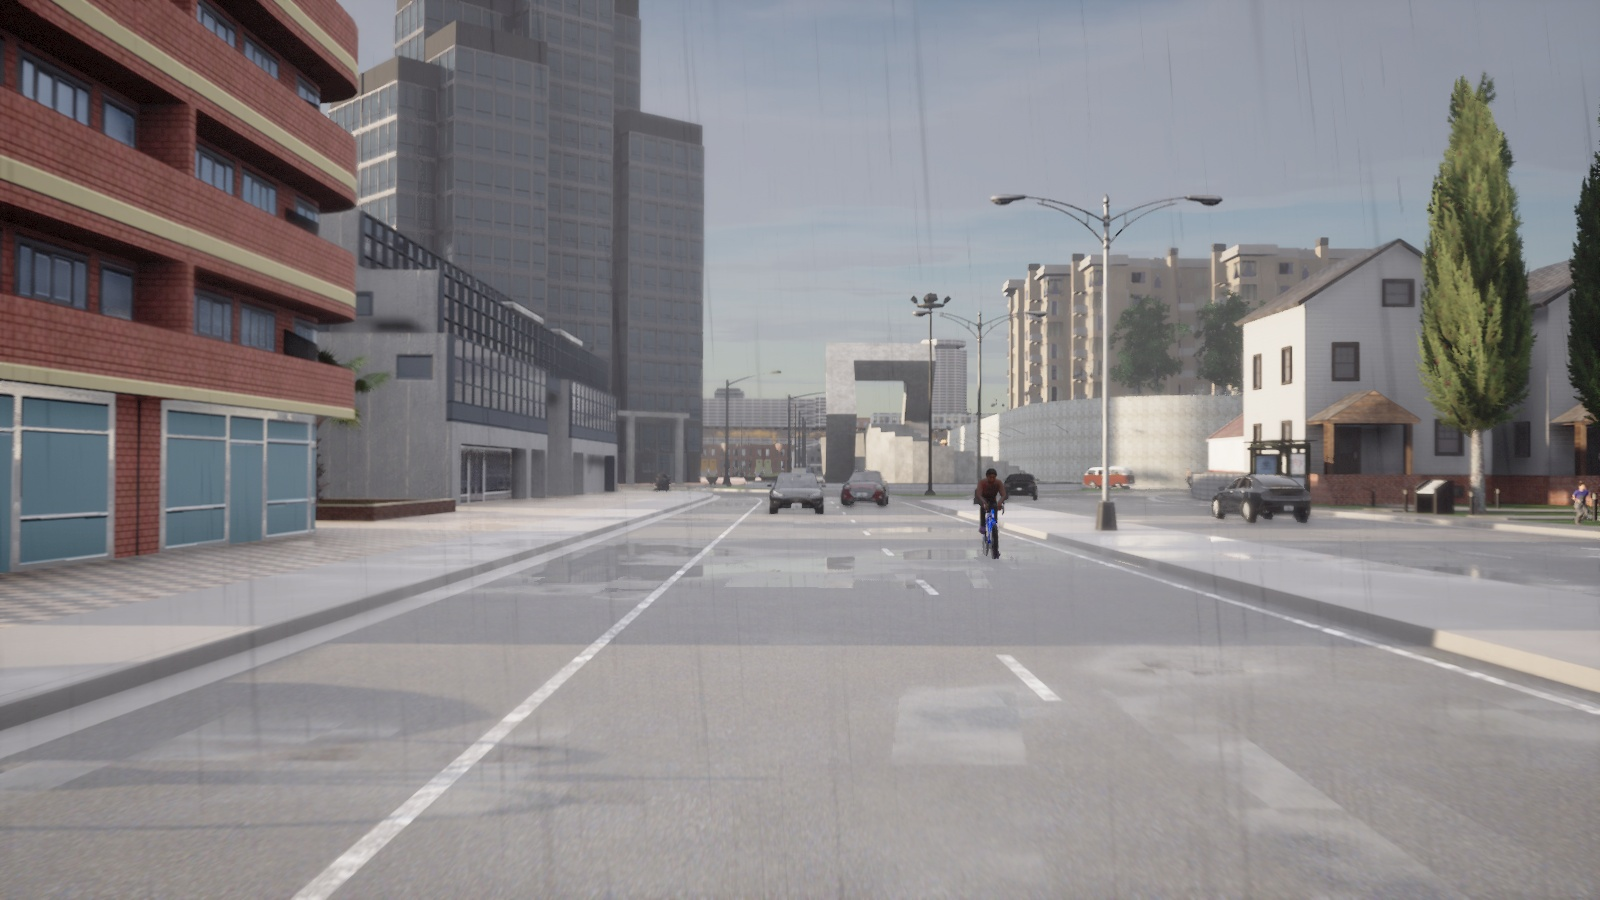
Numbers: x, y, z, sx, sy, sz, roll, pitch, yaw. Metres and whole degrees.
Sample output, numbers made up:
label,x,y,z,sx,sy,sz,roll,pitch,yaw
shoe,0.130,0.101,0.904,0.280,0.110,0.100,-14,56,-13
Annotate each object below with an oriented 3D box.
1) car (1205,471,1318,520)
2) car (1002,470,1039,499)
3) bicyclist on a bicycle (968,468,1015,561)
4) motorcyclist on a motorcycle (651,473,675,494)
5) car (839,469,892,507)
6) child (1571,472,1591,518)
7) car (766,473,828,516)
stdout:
label,x,y,z,sx,sy,sz,roll,pitch,yaw
car,14.901,1.447,40.858,1.837,1.490,4.892,0,-1,0
car,12.547,1.937,71.364,1.882,1.535,5.008,0,-1,12
bicyclist on a bicycle,3.445,1.134,22.704,0.582,1.620,1.656,0,-1,0
motorcyclist on a motorcycle,-9.863,2.391,90.390,0.866,1.530,2.191,1,-1,-32
car,3.034,1.693,57.558,2.033,1.649,4.856,0,-1,8
child,21.583,1.246,34.711,0.270,1.263,0.437,0,-1,4
car,-0.112,1.587,46.349,2.163,1.488,4.792,0,-1,0
